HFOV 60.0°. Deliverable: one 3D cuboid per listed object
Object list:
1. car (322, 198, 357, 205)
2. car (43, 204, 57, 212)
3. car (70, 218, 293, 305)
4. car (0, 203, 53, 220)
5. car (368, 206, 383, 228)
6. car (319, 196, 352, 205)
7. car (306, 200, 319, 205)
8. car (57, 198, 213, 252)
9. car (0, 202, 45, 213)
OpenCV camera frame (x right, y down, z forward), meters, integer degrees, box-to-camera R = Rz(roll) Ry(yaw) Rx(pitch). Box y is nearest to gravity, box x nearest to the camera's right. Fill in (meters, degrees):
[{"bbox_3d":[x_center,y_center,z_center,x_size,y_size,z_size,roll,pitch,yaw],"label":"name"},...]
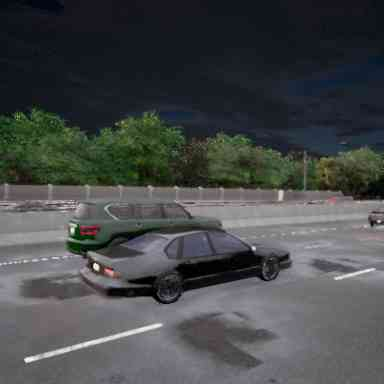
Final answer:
[{"bbox_3d":[17.382,1.792,37.854,5.008,1.535,1.882,1,-1,-35],"label":"car"},{"bbox_3d":[-7.889,1.624,24.156,4.718,1.301,1.895,0,0,-35],"label":"car"},{"bbox_3d":[0.120,1.559,8.135,5.357,1.411,2.033,0,0,-36],"label":"car"},{"bbox_3d":[-14.439,1.613,28.083,4.718,1.301,1.895,0,0,-35],"label":"car"},{"bbox_3d":[13.561,1.644,22.004,4.902,1.511,2.128,1,0,-35],"label":"car"},{"bbox_3d":[22.073,1.681,49.756,5.566,2.045,2.150,1,0,-35],"label":"car"},{"bbox_3d":[20.394,2.015,52.844,5.357,1.411,2.033,1,-1,-35],"label":"car"},{"bbox_3d":[-1.344,1.236,11.383,5.566,2.045,2.150,0,0,-35],"label":"car"},{"bbox_3d":[-12.649,1.515,25.060,4.892,1.490,1.837,0,0,-35],"label":"car"}]
